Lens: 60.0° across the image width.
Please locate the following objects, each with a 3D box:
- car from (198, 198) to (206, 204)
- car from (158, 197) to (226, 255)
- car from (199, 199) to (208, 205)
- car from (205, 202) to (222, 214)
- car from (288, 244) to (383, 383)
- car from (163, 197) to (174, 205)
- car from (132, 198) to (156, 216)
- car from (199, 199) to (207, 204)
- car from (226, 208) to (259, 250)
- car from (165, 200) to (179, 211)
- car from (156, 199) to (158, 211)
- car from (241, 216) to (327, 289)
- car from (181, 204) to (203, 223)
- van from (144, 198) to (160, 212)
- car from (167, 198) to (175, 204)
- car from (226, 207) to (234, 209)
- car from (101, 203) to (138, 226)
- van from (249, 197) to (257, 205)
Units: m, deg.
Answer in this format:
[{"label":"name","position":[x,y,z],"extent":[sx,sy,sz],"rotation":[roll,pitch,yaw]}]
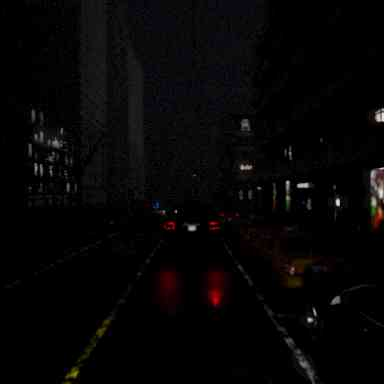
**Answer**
[{"label":"car","position":[2.692,2.386,91.218],"extent":[1.967,1.590,4.097],"rotation":[0,-1,0]},{"label":"car","position":[0.003,1.352,14.013],"extent":[2.150,2.045,5.566],"rotation":[0,0,0]},{"label":"car","position":[2.692,2.369,80.162],"extent":[1.887,1.381,4.507],"rotation":[0,-1,0]},{"label":"car","position":[2.689,1.963,42.251],"extent":[1.887,1.381,4.507],"rotation":[0,-1,0]},{"label":"car","position":[2.688,1.601,3.593],"extent":[1.947,1.339,4.313],"rotation":[0,-1,0]},{"label":"car","position":[-5.689,2.139,80.166],"extent":[2.192,1.841,5.009],"rotation":[0,-1,0]},{"label":"car","position":[-5.693,1.677,36.732],"extent":[2.192,1.841,5.009],"rotation":[0,-1,0]},{"label":"car","position":[2.692,2.430,85.689],"extent":[1.887,1.381,4.507],"rotation":[0,-1,0]},{"label":"car","position":[2.687,1.669,14.809],"extent":[1.752,1.417,4.829],"rotation":[0,-1,0]},{"label":"car","position":[-3.000,2.026,51.439],"extent":[1.837,1.490,4.892],"rotation":[0,-1,0]},{"label":"car","position":[-5.691,1.984,42.252],"extent":[1.947,1.339,4.313],"rotation":[0,-1,0]},{"label":"car","position":[2.688,1.615,9.285],"extent":[1.752,1.417,4.829],"rotation":[0,-1,0]},{"label":"car","position":[0.009,1.814,29.393],"extent":[1.812,1.442,4.674],"rotation":[0,0,0]},{"label":"van","position":[-5.692,1.816,47.777],"extent":[1.690,1.788,3.998],"rotation":[0,-1,0]},{"label":"car","position":[-5.687,2.491,91.218],"extent":[1.887,1.381,4.507],"rotation":[0,-1,0]},{"label":"car","position":[2.688,1.796,25.684],"extent":[1.887,1.381,4.507],"rotation":[0,-1,0]},{"label":"car","position":[-5.692,1.817,25.685],"extent":[1.947,1.339,4.313],"rotation":[0,-1,0]},{"label":"van","position":[13.714,1.797,67.722],"extent":[3.998,1.788,1.690],"rotation":[-1,0,0]}]
